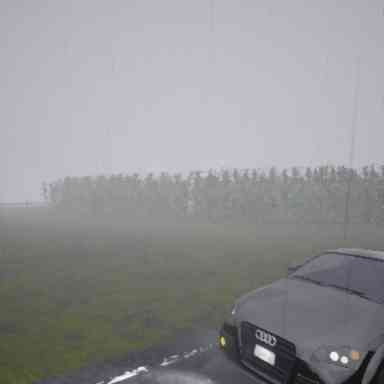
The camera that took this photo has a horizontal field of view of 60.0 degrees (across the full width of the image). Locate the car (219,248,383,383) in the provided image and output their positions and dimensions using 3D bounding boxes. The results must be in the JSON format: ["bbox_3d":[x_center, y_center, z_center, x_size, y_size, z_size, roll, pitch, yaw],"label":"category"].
[{"bbox_3d":[2.419,1.555,4.700,4.181,1.385,1.994,0,0,-35],"label":"car"}]
